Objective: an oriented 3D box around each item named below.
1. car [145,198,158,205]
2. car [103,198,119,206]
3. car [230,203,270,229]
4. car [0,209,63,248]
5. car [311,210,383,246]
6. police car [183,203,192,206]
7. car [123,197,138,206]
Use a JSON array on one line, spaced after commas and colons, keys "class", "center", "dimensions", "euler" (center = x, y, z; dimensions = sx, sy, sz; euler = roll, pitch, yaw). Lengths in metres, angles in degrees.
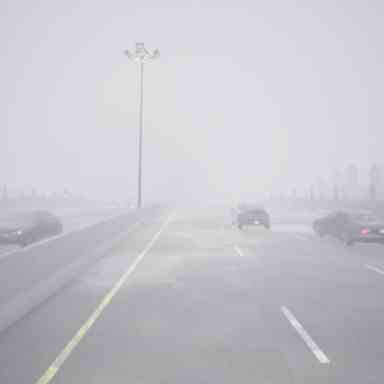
[{"class": "car", "center": [-7.030, 1.796, 57.865], "dimensions": [2.128, 1.511, 4.902], "euler": [0, -3, 1]}, {"class": "car", "center": [-14.023, 1.823, 57.742], "dimensions": [1.812, 1.442, 4.674], "euler": [0, -3, 1]}, {"class": "car", "center": [3.601, 1.433, 20.993], "dimensions": [1.837, 1.490, 4.892], "euler": [0, 0, 0]}, {"class": "car", "center": [-7.098, 1.477, 14.310], "dimensions": [1.812, 1.442, 4.674], "euler": [0, 0, 0]}, {"class": "car", "center": [7.106, 1.496, 14.857], "dimensions": [2.033, 1.411, 5.357], "euler": [0, 0, 0]}, {"class": "police car", "center": [-1.047, 3.392, 76.723], "dimensions": [1.930, 1.638, 5.238], "euler": [0, -6, 0]}, {"class": "car", "center": [-10.529, 1.658, 57.888], "dimensions": [2.097, 1.767, 4.553], "euler": [0, -3, 1]}]
